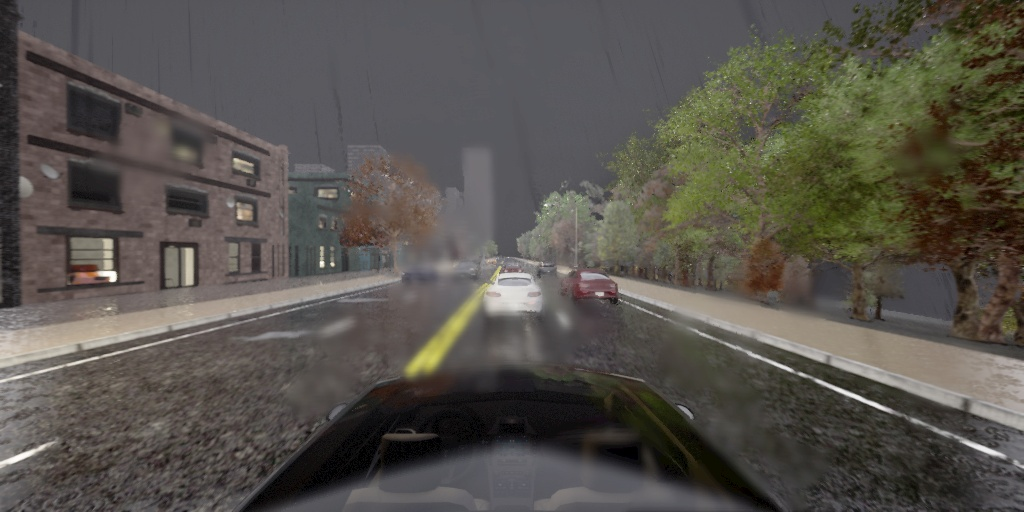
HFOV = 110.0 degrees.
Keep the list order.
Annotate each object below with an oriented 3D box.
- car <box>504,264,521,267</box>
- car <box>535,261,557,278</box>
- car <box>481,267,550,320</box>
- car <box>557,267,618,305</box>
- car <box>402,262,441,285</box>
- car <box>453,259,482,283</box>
[{"bbox_3d":[0.047,1.346,33.290,1.895,1.301,4.718,0,0,-1],"label":"car"},{"bbox_3d":[3.285,1.236,34.011,2.128,1.511,4.902,0,0,-1],"label":"car"},{"bbox_3d":[0.097,1.274,12.472,1.812,1.442,4.674,0,0,0],"label":"car"},{"bbox_3d":[3.331,1.274,15.878,1.812,1.442,4.674,0,0,0],"label":"car"},{"bbox_3d":[-6.615,1.347,26.526,1.895,1.301,4.718,0,0,0],"label":"car"},{"bbox_3d":[-3.371,1.251,27.828,1.837,1.490,4.892,0,0,0],"label":"car"}]
